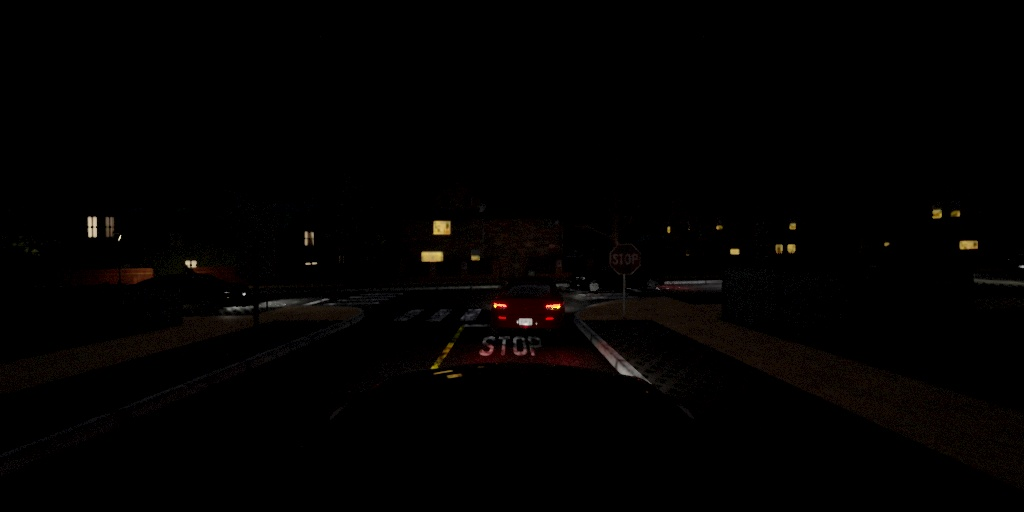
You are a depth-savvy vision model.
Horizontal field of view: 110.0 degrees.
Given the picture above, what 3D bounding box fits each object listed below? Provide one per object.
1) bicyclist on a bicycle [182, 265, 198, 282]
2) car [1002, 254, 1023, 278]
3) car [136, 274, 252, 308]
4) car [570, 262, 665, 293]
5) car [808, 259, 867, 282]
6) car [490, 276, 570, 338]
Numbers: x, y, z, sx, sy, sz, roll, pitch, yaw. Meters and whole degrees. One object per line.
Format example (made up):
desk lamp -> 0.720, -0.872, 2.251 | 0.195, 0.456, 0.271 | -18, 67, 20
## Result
bicyclist on a bicycle -> -20.176, 1.408, 22.371 | 0.582, 1.620, 1.656 | -1, 1, 0
car -> 30.602, 0.177, 19.559 | 5.566, 2.045, 2.150 | -1, 1, 0
car -> -14.794, 1.574, 16.536 | 4.892, 1.490, 1.837 | -1, 1, 0
car -> 5.541, 1.028, 19.065 | 5.008, 1.535, 1.882 | -1, 1, -7
car -> 17.315, 0.867, 19.548 | 4.718, 1.301, 1.895 | -1, 1, 0
car -> 0.529, 1.273, 10.130 | 1.812, 1.442, 4.674 | 0, 0, 6
